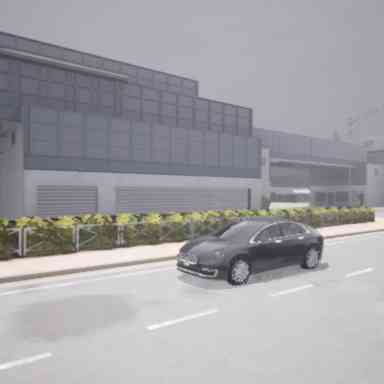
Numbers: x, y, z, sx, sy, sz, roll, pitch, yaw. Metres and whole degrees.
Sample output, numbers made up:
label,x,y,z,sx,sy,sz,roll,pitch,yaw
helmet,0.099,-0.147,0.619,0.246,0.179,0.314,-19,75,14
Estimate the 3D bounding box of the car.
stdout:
label,x,y,z,sx,sy,sz,roll,pitch,yaw
car,1.847,1.525,9.602,4.892,1.490,1.837,0,0,-35
